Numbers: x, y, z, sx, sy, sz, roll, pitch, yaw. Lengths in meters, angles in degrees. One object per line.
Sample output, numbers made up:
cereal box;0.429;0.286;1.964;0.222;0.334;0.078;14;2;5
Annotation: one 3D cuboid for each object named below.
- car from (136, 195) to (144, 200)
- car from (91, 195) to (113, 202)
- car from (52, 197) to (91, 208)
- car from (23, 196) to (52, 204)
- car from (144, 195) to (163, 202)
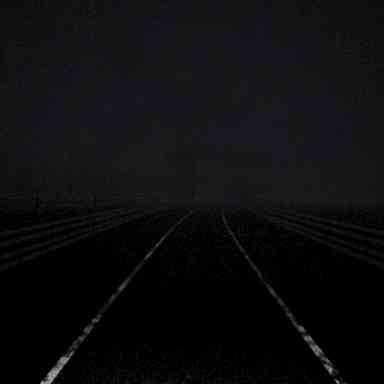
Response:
car;-11.956;1.484;80.890;1.837;1.490;4.892;0;0;19
car;-15.983;1.398;56.843;1.895;1.301;4.718;0;0;16
car;-15.968;1.341;44.474;1.895;1.301;4.718;0;0;15
car;-22.176;1.282;48.218;2.128;1.511;4.902;0;0;16
car;-7.867;1.471;70.951;1.895;1.301;4.718;0;0;18
